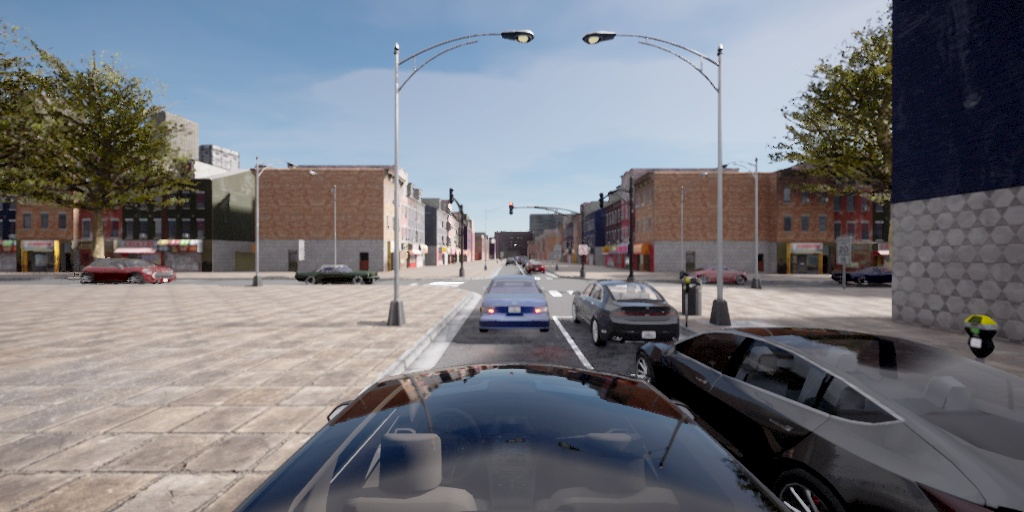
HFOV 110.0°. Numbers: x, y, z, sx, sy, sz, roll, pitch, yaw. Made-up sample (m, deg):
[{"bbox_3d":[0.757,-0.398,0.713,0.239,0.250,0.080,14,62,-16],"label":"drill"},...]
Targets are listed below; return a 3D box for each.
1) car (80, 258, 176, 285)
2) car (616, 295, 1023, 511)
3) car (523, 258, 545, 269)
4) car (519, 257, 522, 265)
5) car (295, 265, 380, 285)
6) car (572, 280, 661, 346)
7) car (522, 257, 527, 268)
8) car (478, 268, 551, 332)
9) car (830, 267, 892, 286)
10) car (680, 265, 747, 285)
[{"bbox_3d":[-24.460,0.959,22.985,4.553,1.767,2.097,0,0,0],"label":"car"},{"bbox_3d":[2.634,1.308,3.387,1.948,1.339,4.313,0,0,0],"label":"car"},{"bbox_3d":[2.515,1.170,38.092,1.888,1.381,4.507,0,0,0],"label":"car"},{"bbox_3d":[2.457,1.159,55.129,1.948,1.339,4.313,0,0,0],"label":"car"},{"bbox_3d":[-11.036,1.229,22.949,4.718,1.301,1.895,0,0,0],"label":"car"},{"bbox_3d":[2.615,1.269,9.063,2.007,1.370,4.403,0,0,0],"label":"car"},{"bbox_3d":[2.496,1.137,43.941,1.751,1.417,4.829,0,0,0],"label":"car"},{"bbox_3d":[0.054,1.260,10.671,2.033,1.411,5.357,0,0,0],"label":"car"},{"bbox_3d":[25.922,1.433,25.808,4.718,1.301,1.895,0,0,0],"label":"car"},{"bbox_3d":[14.466,1.312,25.839,4.181,1.385,1.994,0,0,0],"label":"car"}]
